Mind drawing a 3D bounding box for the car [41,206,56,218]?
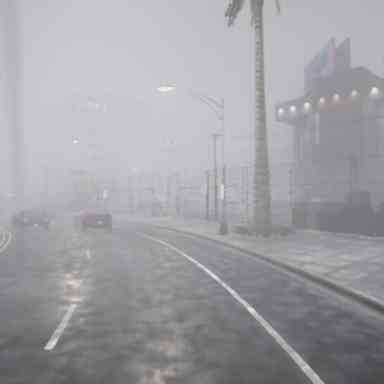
[{"bbox_3d":[-15.697,2.111,34.183,1.895,1.301,4.718,0,-1,-41],"label":"car"}]

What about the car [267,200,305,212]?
[{"bbox_3d":[13.225,1.924,46.992,2.002,1.452,4.674,0,-1,-43],"label":"car"}]

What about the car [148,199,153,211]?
[{"bbox_3d":[-6.530,1.926,51.555,2.185,1.767,4.553,0,-1,-43],"label":"car"}]

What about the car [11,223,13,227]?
[{"bbox_3d":[-3.878,1.414,3.177,2.097,1.767,4.553,0,-1,-5],"label":"car"}]

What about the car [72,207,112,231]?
[{"bbox_3d":[-7.015,1.803,23.168,1.882,1.535,5.008,0,-1,-29],"label":"car"}]

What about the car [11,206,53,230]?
[{"bbox_3d":[-11.864,1.967,24.251,1.895,1.301,4.718,0,-1,-36],"label":"car"}]

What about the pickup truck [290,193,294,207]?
[{"bbox_3d":[11.813,1.405,30.900,6.274,2.098,2.390,0,-1,-43],"label":"pickup truck"}]
